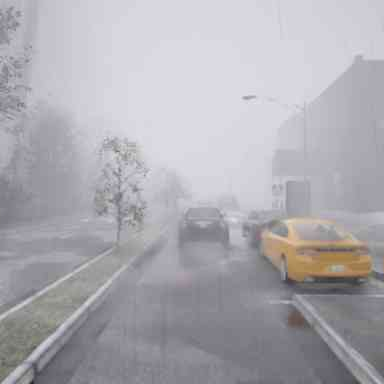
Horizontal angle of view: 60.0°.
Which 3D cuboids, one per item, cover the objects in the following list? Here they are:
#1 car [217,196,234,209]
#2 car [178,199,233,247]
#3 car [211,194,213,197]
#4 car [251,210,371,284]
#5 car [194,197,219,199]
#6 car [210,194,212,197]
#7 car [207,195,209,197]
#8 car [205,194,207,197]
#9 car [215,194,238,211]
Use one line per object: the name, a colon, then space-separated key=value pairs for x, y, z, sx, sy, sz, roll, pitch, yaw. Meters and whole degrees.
car: x=4.860 y=1.429 z=48.370 sx=2.185 sy=1.767 sz=4.553 roll=0 pitch=0 yaw=2
car: x=0.535 y=1.382 z=15.371 sx=2.097 sy=1.767 sz=4.553 roll=0 pitch=0 yaw=2
car: x=5.451 y=1.592 z=65.081 sx=2.163 sy=1.488 sz=4.792 roll=0 pitch=0 yaw=1
car: x=3.240 y=1.504 z=9.693 sx=2.097 sy=1.535 sz=5.008 roll=0 pitch=0 yaw=2
car: x=1.277 y=1.550 z=33.469 sx=2.128 sy=1.511 sz=4.902 roll=0 pitch=0 yaw=2
car: x=5.516 y=1.593 z=70.766 sx=2.163 sy=1.488 sz=4.792 roll=0 pitch=0 yaw=1
car: x=5.447 y=1.588 z=81.897 sx=2.163 sy=1.488 sz=4.792 roll=0 pitch=0 yaw=-1
car: x=5.294 y=1.428 z=87.395 sx=2.185 sy=1.767 sz=4.553 roll=0 pitch=0 yaw=-1
car: x=4.628 y=1.299 z=42.889 sx=2.435 sy=2.045 sz=5.566 roll=0 pitch=0 yaw=2
